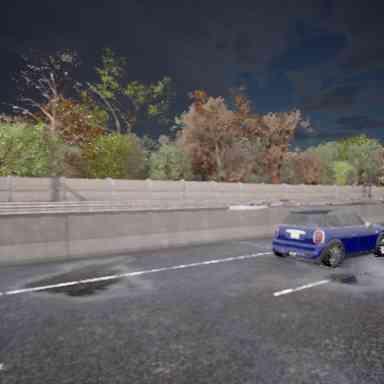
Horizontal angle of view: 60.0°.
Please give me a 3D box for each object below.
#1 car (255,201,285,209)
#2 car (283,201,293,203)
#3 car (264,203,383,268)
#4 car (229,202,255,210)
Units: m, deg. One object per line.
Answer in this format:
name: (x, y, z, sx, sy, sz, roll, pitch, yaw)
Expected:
car: (8.481, 1.591, 31.537, 4.674, 1.442, 1.812, 0, 0, -36)
car: (10.274, 1.665, 28.530, 4.718, 1.301, 1.895, 0, 0, -35)
car: (4.934, 1.379, 11.571, 4.553, 1.767, 2.097, 0, 0, -36)
car: (6.052, 1.664, 34.116, 4.718, 1.301, 1.895, 0, 0, -35)
